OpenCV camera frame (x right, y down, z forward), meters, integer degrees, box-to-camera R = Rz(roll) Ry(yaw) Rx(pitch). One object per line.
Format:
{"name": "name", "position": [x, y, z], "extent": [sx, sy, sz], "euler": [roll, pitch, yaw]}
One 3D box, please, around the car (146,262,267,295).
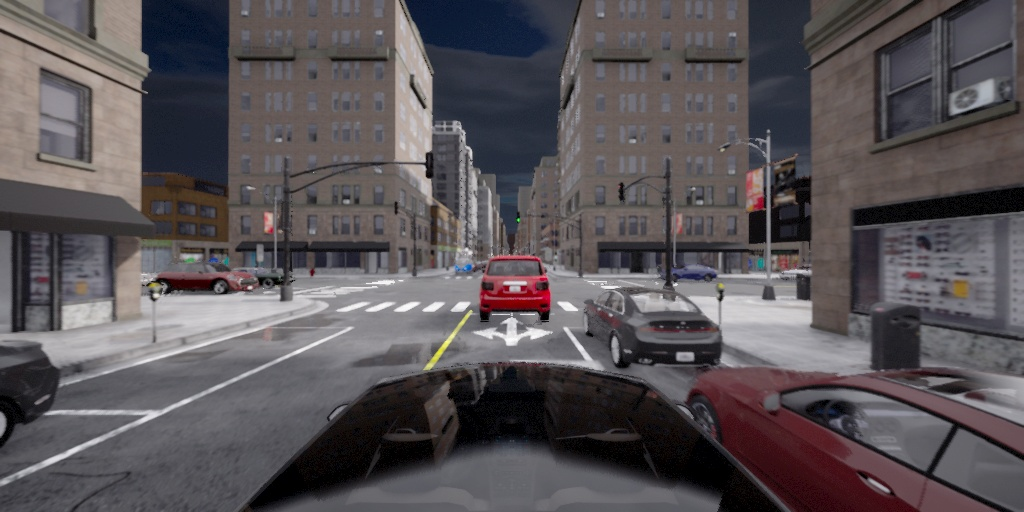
{"name": "car", "position": [-16.477, 1.135, 19.541], "extent": [4.553, 1.767, 2.097], "euler": [0, 0, 0]}

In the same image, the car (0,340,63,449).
{"name": "car", "position": [-5.858, 1.302, 2.096], "extent": [2.007, 1.370, 4.403], "euler": [0, 0, 0]}

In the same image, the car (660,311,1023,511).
{"name": "car", "position": [2.668, 1.333, 2.106], "extent": [1.802, 1.307, 4.207], "euler": [0, 0, 0]}

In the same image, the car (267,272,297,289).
{"name": "car", "position": [-16.459, 1.390, 22.810], "extent": [4.718, 1.301, 1.895], "euler": [0, 0, 0]}

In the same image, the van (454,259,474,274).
{"name": "van", "position": [-5.736, 1.215, 42.381], "extent": [1.690, 1.789, 3.998], "euler": [0, 0, 0]}

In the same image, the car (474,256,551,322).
{"name": "car", "position": [0.092, 1.006, 12.650], "extent": [2.150, 2.045, 5.566], "euler": [0, 0, 0]}

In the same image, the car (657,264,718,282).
{"name": "car", "position": [14.509, 1.376, 29.697], "extent": [4.674, 1.442, 1.812], "euler": [0, 0, -2]}

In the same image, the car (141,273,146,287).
{"name": "car", "position": [-25.611, 1.300, 22.758], "extent": [4.674, 1.442, 1.812], "euler": [0, 0, 0]}

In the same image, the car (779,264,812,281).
{"name": "car", "position": [24.829, 1.394, 29.753], "extent": [4.674, 1.442, 1.812], "euler": [0, 0, 0]}

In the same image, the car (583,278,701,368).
{"name": "car", "position": [2.665, 1.319, 7.700], "extent": [2.007, 1.370, 4.403], "euler": [0, 0, 0]}
